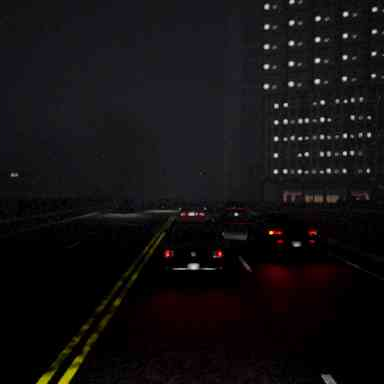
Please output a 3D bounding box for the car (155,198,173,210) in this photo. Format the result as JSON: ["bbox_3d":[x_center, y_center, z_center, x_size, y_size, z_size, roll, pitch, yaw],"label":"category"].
[{"bbox_3d":[-3.292,1.397,40.564,2.033,1.411,5.357,0,0,1],"label":"car"}]

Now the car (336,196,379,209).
[{"bbox_3d":[23.008,1.476,46.908,5.009,1.841,2.192,1,2,20],"label":"car"}]

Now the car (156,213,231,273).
[{"bbox_3d":[0.059,1.556,10.458,1.895,1.301,4.718,0,0,0],"label":"car"}]

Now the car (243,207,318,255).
[{"bbox_3d":[3.324,1.472,12.828,1.812,1.442,4.674,0,0,0],"label":"car"}]

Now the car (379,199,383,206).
[{"bbox_3d":[31.042,1.533,52.364,4.403,1.369,2.008,1,2,20],"label":"car"}]

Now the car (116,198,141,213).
[{"bbox_3d":[-6.581,1.344,34.825,1.882,1.535,5.008,0,0,0],"label":"car"}]

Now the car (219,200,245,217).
[{"bbox_3d":[3.318,1.397,27.148,1.837,1.490,4.892,0,0,0],"label":"car"}]

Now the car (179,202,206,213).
[{"bbox_3d":[0.043,1.452,23.777,2.033,1.411,5.357,0,0,0],"label":"car"}]
